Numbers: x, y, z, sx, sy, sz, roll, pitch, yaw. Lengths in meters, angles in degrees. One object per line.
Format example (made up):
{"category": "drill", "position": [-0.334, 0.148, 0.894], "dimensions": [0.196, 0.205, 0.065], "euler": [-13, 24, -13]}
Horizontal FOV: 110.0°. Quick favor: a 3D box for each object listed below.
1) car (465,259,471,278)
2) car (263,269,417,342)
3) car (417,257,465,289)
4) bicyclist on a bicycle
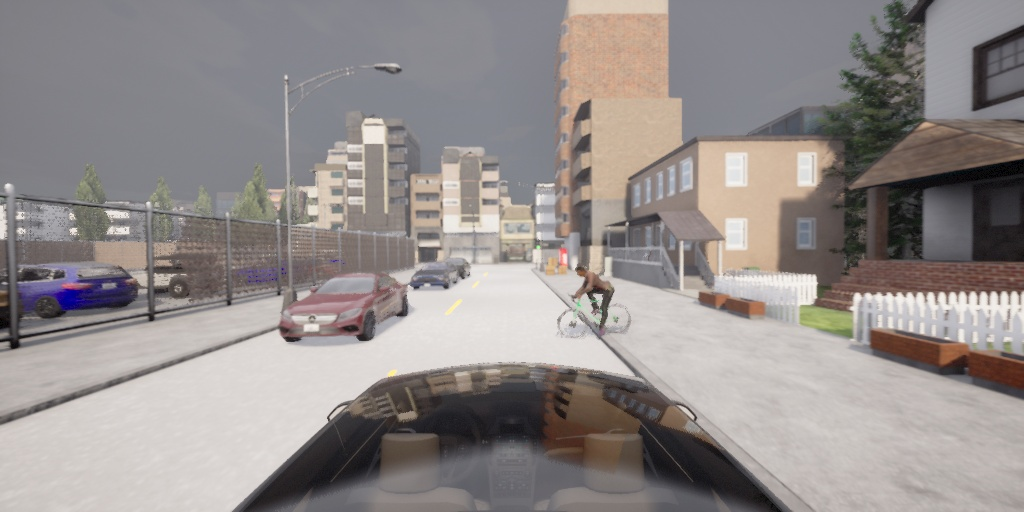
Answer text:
{"category": "car", "position": [-4.124, 0.834, 25.965], "dimensions": [1.882, 1.535, 5.008], "euler": [0, 1, 0]}
{"category": "car", "position": [-4.118, 1.168, 9.620], "dimensions": [1.812, 1.442, 4.674], "euler": [0, 1, -1]}
{"category": "car", "position": [-4.179, 1.001, 20.315], "dimensions": [2.033, 1.411, 5.357], "euler": [0, 1, 0]}
{"category": "bicyclist on a bicycle", "position": [1.784, 1.007, 7.997], "dimensions": [1.656, 1.620, 0.582], "euler": [-6, 1, 0]}
